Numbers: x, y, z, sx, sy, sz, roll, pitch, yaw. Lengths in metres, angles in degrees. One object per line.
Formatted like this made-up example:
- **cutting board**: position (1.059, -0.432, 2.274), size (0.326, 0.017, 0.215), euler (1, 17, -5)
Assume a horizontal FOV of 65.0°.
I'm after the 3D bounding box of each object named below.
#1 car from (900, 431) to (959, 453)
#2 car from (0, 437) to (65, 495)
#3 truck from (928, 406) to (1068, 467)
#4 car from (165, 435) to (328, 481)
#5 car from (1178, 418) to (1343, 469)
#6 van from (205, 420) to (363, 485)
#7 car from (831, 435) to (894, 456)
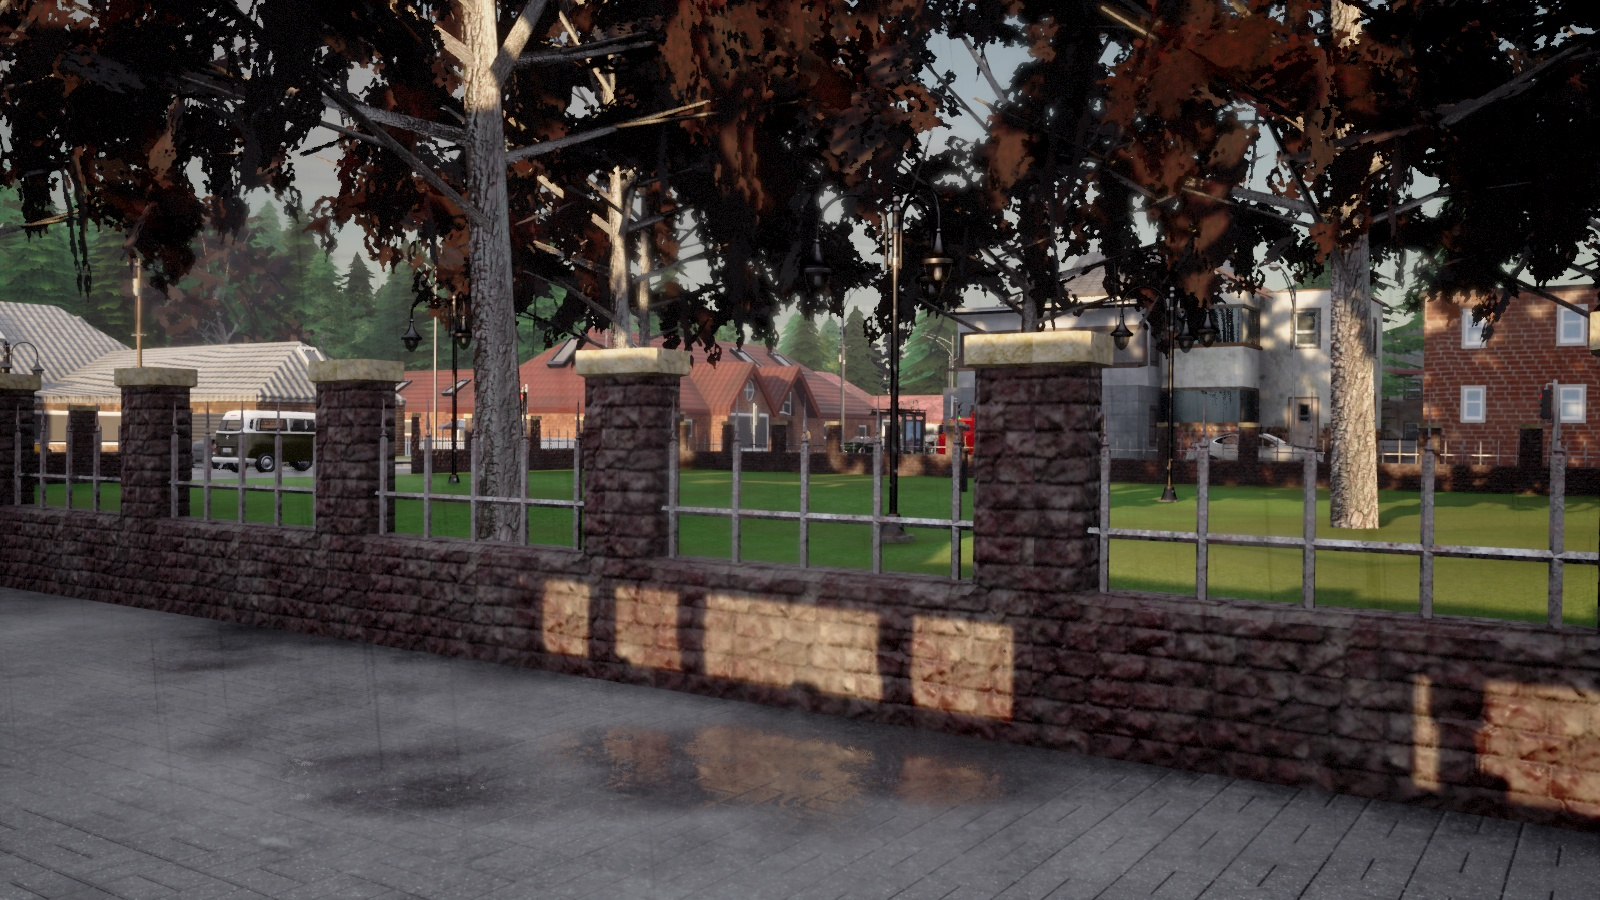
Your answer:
- **car**: position (9.185, -0.564, 88.792), size (2.163, 1.488, 4.792), euler (0, 1, 34)
- **car**: position (-22.672, 0.457, 33.476), size (1.882, 1.535, 5.008), euler (0, 1, 32)
- **truck**: position (8.353, -0.559, 53.035), size (5.204, 2.467, 2.627), euler (0, 1, 34)
- **car**: position (-19.772, 0.253, 45.045), size (2.128, 1.511, 4.902), euler (0, 1, 37)
- **car**: position (15.818, -0.223, 43.176), size (5.027, 1.651, 2.152), euler (0, 1, 31)
- **van**: position (-17.129, 0.038, 41.871), size (2.069, 2.038, 4.480), euler (0, 1, 32)
- **car**: position (4.089, -0.313, 81.110), size (1.895, 1.301, 4.718), euler (0, 1, 34)
